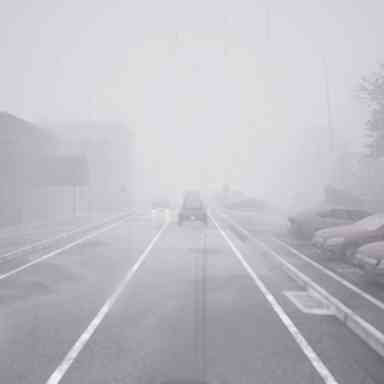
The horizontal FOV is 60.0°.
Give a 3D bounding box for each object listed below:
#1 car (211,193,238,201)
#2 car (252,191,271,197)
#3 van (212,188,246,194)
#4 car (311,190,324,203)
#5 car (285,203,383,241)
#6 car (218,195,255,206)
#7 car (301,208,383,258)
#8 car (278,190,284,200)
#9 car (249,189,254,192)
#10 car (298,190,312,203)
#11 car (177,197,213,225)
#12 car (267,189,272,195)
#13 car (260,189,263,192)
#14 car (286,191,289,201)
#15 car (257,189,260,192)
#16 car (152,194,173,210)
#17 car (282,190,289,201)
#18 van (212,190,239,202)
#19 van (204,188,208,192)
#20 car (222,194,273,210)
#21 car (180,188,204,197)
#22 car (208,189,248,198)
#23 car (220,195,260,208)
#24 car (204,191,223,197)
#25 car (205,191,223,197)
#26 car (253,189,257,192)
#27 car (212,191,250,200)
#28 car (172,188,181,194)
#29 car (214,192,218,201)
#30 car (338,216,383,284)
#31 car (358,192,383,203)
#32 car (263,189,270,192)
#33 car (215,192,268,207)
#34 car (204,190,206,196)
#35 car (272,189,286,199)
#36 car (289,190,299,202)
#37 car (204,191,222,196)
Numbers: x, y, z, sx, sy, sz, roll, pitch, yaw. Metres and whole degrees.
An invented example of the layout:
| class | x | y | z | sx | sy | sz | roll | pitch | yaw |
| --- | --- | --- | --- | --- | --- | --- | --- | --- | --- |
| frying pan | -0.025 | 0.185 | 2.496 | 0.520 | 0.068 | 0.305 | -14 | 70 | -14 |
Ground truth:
| class | x | y | z | sx | sy | sz | roll | pitch | yaw |
| --- | --- | --- | --- | --- | --- | --- | --- | --- | --- |
| car | 5.958 | 0.880 | 61.330 | 4.892 | 1.521 | 2.231 | 0 | 1 | 0 |
| car | 19.086 | 0.485 | 91.969 | 4.792 | 1.488 | 2.163 | 0 | 1 | 0 |
| van | 5.844 | 0.758 | 53.102 | 4.442 | 1.987 | 1.878 | 0 | 1 | 0 |
| car | 19.068 | 0.963 | 44.750 | 4.553 | 1.767 | 2.185 | 0 | 1 | 0 |
| car | 6.162 | 1.328 | 13.090 | 4.792 | 1.488 | 2.163 | 0 | 1 | 0 |
| car | 5.959 | 1.132 | 44.632 | 4.674 | 1.452 | 2.002 | 0 | 1 | 0 |
| car | 6.126 | 1.369 | 10.263 | 4.674 | 1.452 | 2.002 | 0 | 1 | 0 |
| car | 19.014 | 0.907 | 61.336 | 4.792 | 1.488 | 2.163 | 0 | 1 | 0 |
| car | 19.028 | 0.245 | 89.178 | 5.566 | 2.045 | 2.435 | 0 | 1 | 0 |
| car | 19.008 | 0.894 | 50.195 | 4.553 | 1.767 | 2.185 | 0 | 1 | 0 |
| car | 0.054 | 1.312 | 22.385 | 2.128 | 1.511 | 4.902 | 0 | 1 | 0 |
| car | 19.054 | 0.769 | 69.690 | 4.892 | 1.521 | 2.231 | 0 | 1 | 0 |
| car | 19.020 | 0.528 | 78.043 | 4.553 | 1.767 | 2.185 | 0 | 1 | 0 |
| car | 19.227 | 0.944 | 55.890 | 5.366 | 1.575 | 1.946 | 0 | 1 | 0 |
| car | 19.048 | 0.615 | 80.829 | 5.008 | 1.535 | 2.097 | 0 | 1 | 0 |
| car | -3.437 | 1.170 | 37.644 | 1.812 | 1.442 | 4.674 | 0 | 1 | 0 |
| car | 19.048 | 0.913 | 58.549 | 5.008 | 1.535 | 2.097 | 0 | 1 | 0 |
| van | 5.846 | 0.689 | 58.544 | 4.442 | 1.987 | 1.878 | 0 | 1 | 0 |
| van | 5.856 | 0.390 | 80.872 | 4.442 | 1.987 | 1.878 | 0 | 1 | 0 |
| car | 5.968 | 1.237 | 36.425 | 4.674 | 1.452 | 2.002 | 1 | 1 | 0 |
| car | 0.000 | 0.831 | 40.719 | 2.150 | 2.045 | 5.566 | 0 | 1 | 0 |
| car | 5.933 | 0.699 | 55.761 | 5.566 | 2.045 | 2.435 | 0 | 1 | 0 |
| car | 5.984 | 1.157 | 41.849 | 4.792 | 1.488 | 2.163 | 0 | 1 | 0 |
| car | 5.973 | 0.457 | 91.945 | 5.008 | 1.535 | 2.097 | 0 | 1 | 0 |
| car | 5.979 | 0.538 | 89.162 | 4.674 | 1.452 | 2.002 | 0 | 1 | 0 |
| car | 19.024 | 0.410 | 86.396 | 4.553 | 1.767 | 2.185 | 0 | 1 | 0 |
| car | 5.953 | 1.022 | 50.198 | 4.892 | 1.521 | 2.231 | 0 | 1 | 0 |
| car | -3.466 | 0.052 | 78.241 | 2.150 | 2.045 | 5.566 | 0 | 1 | 0 |
| car | 5.929 | 1.086 | 47.415 | 4.792 | 1.488 | 2.163 | 0 | 1 | 0 |
| car | 6.117 | 1.400 | 7.438 | 4.674 | 1.452 | 2.002 | 0 | 1 | 0 |
| car | 19.001 | 1.071 | 36.270 | 4.553 | 1.767 | 2.185 | 0 | 1 | 0 |
| car | 19.021 | 0.479 | 72.470 | 5.566 | 2.045 | 2.435 | 0 | 1 | 0 |
| car | 5.768 | 1.160 | 39.066 | 5.366 | 1.575 | 1.946 | 0 | 1 | 0 |
| car | 5.943 | 0.685 | 78.029 | 4.792 | 1.488 | 2.163 | 0 | 1 | 0 |
| car | 19.078 | 0.679 | 66.902 | 4.553 | 1.767 | 2.185 | 0 | 1 | 0 |
| car | 19.069 | 0.731 | 53.102 | 5.566 | 2.045 | 2.435 | 0 | 1 | 0 |
| car | 5.985 | 0.415 | 94.728 | 5.008 | 1.535 | 2.097 | 0 | 1 | 0 |
